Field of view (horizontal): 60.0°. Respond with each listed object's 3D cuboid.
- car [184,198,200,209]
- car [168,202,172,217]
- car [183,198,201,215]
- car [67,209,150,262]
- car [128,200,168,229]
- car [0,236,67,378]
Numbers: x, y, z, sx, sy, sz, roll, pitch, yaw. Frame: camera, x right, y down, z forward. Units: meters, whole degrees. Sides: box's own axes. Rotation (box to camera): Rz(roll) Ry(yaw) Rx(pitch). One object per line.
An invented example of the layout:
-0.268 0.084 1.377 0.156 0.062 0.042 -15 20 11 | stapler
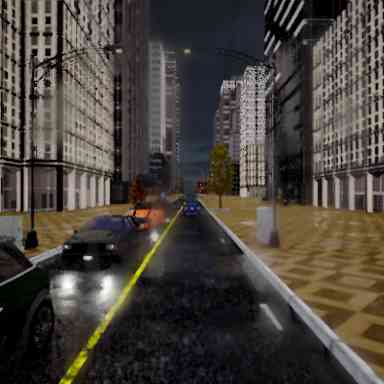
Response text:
0.021 1.583 46.968 2.128 1.511 4.902 0 0 0 | car
-3.000 1.540 32.070 1.882 1.535 5.008 0 0 0 | car
0.000 1.615 34.311 2.033 1.411 5.357 0 0 0 | car
-3.069 1.573 12.526 2.033 1.411 5.357 0 0 0 | car
-3.001 1.395 21.851 2.097 1.767 4.553 0 0 0 | car
-3.114 1.359 3.053 2.097 1.767 4.553 0 0 1 | car
